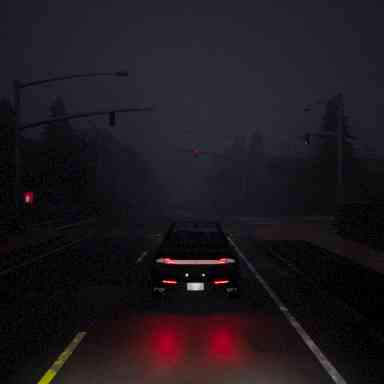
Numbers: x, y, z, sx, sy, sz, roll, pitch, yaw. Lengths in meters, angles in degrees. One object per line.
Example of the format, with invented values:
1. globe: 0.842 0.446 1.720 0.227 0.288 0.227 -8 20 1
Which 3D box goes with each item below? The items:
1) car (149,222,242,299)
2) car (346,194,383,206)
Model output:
1. car: 0.082 1.492 8.423 2.128 1.511 4.902 0 0 0
2. car: 15.876 1.202 28.946 5.566 2.045 2.150 0 0 -8
